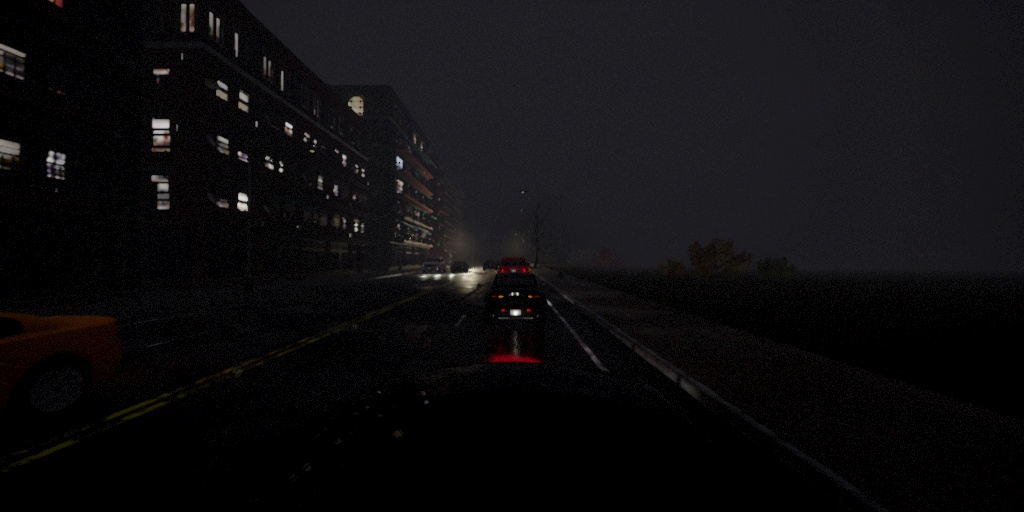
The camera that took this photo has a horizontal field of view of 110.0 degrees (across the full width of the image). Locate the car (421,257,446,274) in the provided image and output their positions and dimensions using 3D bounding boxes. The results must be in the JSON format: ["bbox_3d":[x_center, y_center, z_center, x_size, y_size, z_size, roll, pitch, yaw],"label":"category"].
[{"bbox_3d":[-9.831,1.137,45.448,2.150,2.045,5.566,0,-1,0],"label":"car"}]

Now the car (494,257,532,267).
[{"bbox_3d":[0.101,1.065,25.583,2.150,2.045,5.566,0,0,0],"label":"car"}]

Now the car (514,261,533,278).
[{"bbox_3d":[1.140,1.341,37.563,1.801,1.575,5.366,0,0,0],"label":"car"}]

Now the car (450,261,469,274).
[{"bbox_3d":[-6.582,1.390,45.337,1.882,1.535,5.008,0,0,0],"label":"car"}]

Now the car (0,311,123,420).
[{"bbox_3d":[-6.601,1.232,3.048,1.882,1.535,5.008,0,0,0],"label":"car"}]

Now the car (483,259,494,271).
[{"bbox_3d":[-3.241,1.297,54.325,2.097,1.767,4.553,0,0,0],"label":"car"}]

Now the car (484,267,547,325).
[{"bbox_3d":[0.100,1.294,12.087,1.837,1.490,4.892,0,0,0],"label":"car"}]
